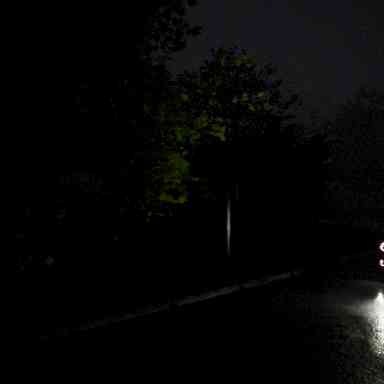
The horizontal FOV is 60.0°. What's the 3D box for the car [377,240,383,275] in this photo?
[{"bbox_3d":[6.990,1.376,9.280,4.553,1.767,2.097,0,-1,-41],"label":"car"}]
